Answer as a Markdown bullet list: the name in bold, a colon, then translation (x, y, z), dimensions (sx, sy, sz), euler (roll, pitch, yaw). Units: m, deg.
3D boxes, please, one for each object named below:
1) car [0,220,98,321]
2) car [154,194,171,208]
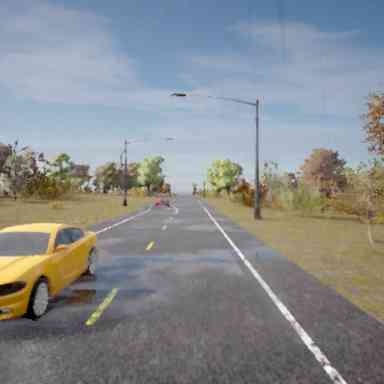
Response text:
- **car**: translation (-3.602, 1.480, 7.536), dimensions (1.882, 1.535, 5.008), euler (0, 0, 0)
- **car**: translation (-4.398, 1.258, 49.135), dimensions (2.150, 2.045, 5.566), euler (0, 0, -6)
